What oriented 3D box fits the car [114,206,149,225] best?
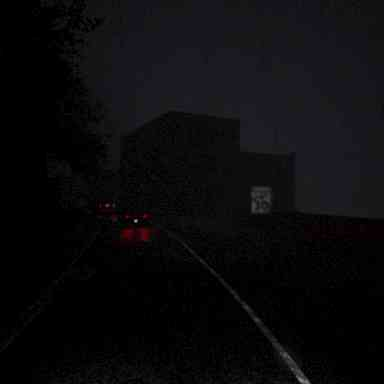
[{"bbox_3d":[-4.633,1.779,25.646,1.895,1.301,4.718,0,0,-17],"label":"car"}]

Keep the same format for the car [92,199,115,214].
[{"bbox_3d":[-10.675,1.682,40.102,2.097,1.767,4.553,0,-1,-27],"label":"car"}]
